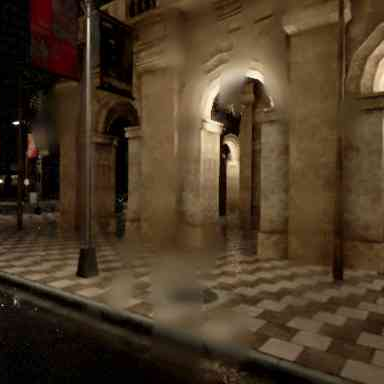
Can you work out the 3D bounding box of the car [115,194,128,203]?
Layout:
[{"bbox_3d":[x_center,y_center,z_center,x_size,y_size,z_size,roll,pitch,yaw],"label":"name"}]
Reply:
[{"bbox_3d":[-11.191,1.031,54.277,2.128,1.511,4.902,1,0,36],"label":"car"}]

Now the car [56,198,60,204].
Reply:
[{"bbox_3d":[-18.086,1.013,50.069,2.161,1.482,4.786,1,0,35],"label":"car"}]
